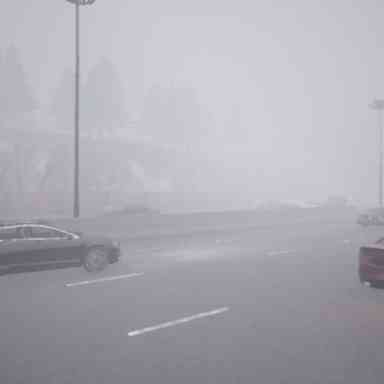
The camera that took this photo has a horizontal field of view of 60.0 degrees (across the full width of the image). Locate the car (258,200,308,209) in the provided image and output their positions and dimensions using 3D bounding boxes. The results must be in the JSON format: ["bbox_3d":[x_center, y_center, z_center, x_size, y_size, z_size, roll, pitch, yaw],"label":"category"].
[{"bbox_3d":[9.031,1.780,32.768,4.718,1.301,1.895,0,0,-39],"label":"car"}]

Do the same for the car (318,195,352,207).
[{"bbox_3d":[20.885,1.487,48.389,2.150,2.045,5.566,0,2,43],"label":"car"}]

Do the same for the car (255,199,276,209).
[{"bbox_3d":[10.163,1.723,43.182,4.902,1.511,2.128,0,0,-43],"label":"car"}]

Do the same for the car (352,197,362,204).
[{"bbox_3d":[37.223,1.944,75.163,2.128,1.511,4.902,0,0,33],"label":"car"}]

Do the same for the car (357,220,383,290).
[{"bbox_3d":[6.018,1.530,8.101,5.008,1.535,1.882,0,0,-36],"label":"car"}]

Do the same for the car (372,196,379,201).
[{"bbox_3d":[45.487,1.720,82.070,1.812,1.442,4.674,0,0,30],"label":"car"}]

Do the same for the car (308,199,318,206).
[{"bbox_3d":[22.738,1.905,61.338,1.994,1.385,4.181,0,0,40],"label":"car"}]

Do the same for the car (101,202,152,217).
[{"bbox_3d":[-6.588,1.753,33.875,4.718,1.301,1.895,0,0,-37],"label":"car"}]

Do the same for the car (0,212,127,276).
[{"bbox_3d":[-4.402,1.528,9.206,4.902,1.511,2.128,0,0,-36],"label":"car"}]

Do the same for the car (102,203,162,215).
[{"bbox_3d":[-4.906,1.666,26.396,5.357,1.411,2.033,0,0,-36],"label":"car"}]

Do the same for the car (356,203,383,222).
[{"bbox_3d":[12.932,1.682,22.083,5.357,1.411,2.033,0,0,-39],"label":"car"}]
